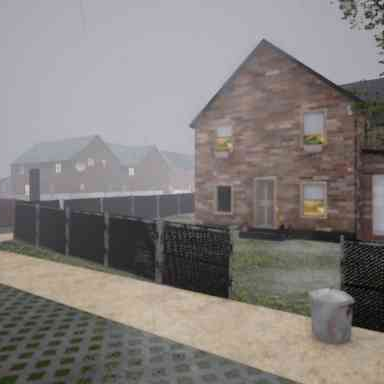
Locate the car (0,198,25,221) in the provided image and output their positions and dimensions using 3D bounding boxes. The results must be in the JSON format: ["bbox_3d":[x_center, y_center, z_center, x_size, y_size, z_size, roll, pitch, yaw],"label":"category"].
[{"bbox_3d":[-12.178,1.161,21.288,1.882,1.535,5.008,0,1,32],"label":"car"}]

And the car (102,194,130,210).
[{"bbox_3d":[-6.567,0.965,29.803,1.812,1.442,4.674,0,1,34],"label":"car"}]

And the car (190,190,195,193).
[{"bbox_3d":[1.525,0.320,41.958,2.150,2.045,5.566,0,1,34],"label":"car"}]
